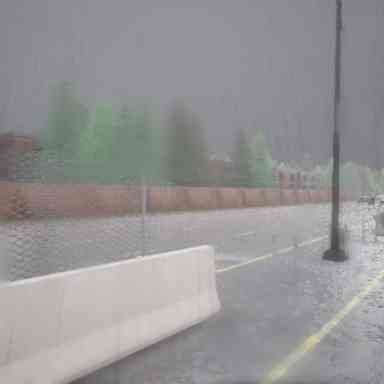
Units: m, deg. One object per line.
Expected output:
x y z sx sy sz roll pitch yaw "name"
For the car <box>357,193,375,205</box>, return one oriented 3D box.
31.950 1.235 60.982 2.150 2.045 5.566 1 1 39 "car"
